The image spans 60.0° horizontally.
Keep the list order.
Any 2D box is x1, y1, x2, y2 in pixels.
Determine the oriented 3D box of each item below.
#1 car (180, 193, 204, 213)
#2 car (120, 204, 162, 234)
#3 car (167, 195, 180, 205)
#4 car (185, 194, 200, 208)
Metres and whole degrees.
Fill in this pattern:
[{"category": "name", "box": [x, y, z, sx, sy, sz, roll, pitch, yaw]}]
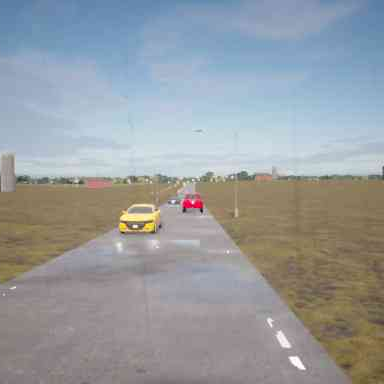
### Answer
[{"category": "car", "box": [0.099, 1.138, 36.654, 2.150, 2.045, 5.566, 0, 0, 0]}, {"category": "car", "box": [-2.852, 1.455, 19.242, 1.882, 1.535, 5.008, 0, 0, 0]}, {"category": "car", "box": [-2.850, 1.314, 52.765, 2.128, 1.511, 4.902, 0, 0, 0]}, {"category": "car", "box": [0.067, 1.210, 47.276, 2.097, 1.767, 4.553, 0, 0, 0]}]
